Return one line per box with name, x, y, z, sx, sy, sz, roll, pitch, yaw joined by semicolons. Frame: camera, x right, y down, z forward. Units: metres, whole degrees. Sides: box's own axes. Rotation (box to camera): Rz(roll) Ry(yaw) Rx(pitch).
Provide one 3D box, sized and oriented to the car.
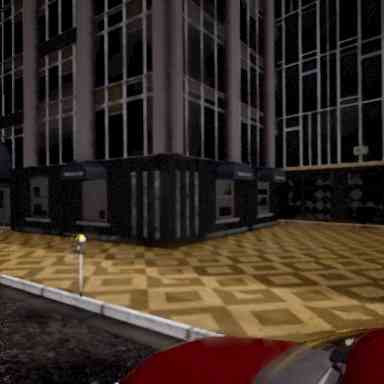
car;1.266;1.582;1.971;4.206;1.307;1.802;-1;0;36
